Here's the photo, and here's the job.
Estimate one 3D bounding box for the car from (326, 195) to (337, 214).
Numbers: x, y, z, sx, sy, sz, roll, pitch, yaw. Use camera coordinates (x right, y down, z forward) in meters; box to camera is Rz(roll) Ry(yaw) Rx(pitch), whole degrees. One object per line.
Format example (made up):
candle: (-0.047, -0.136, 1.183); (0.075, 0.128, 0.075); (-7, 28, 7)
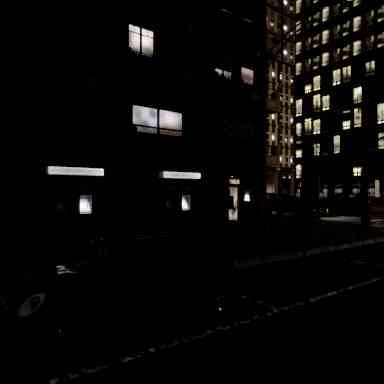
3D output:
car: (9.429, 1.197, 28.638); (1.837, 1.490, 4.892); (0, 1, -36)

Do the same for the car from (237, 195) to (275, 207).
car: (7.759, 1.073, 40.698); (1.947, 1.339, 4.313); (1, 0, -36)

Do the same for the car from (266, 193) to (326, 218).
car: (7.630, 1.010, 26.746); (2.192, 1.841, 5.009); (2, 0, -36)

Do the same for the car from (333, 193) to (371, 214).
car: (14.342, 1.029, 31.763); (2.192, 1.841, 5.009); (1, 0, -36)

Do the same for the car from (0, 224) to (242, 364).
car: (-1.116, 1.440, 5.780); (4.097, 1.590, 1.967); (0, 0, -36)
